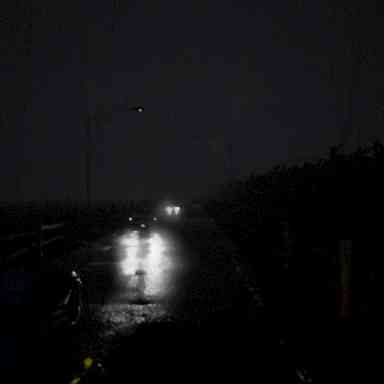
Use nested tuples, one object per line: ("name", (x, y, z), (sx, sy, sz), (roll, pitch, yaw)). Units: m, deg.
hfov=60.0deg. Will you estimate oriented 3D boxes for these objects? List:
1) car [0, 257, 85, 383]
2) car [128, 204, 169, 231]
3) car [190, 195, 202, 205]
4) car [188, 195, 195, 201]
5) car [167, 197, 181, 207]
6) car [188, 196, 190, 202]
("car", (-2.849, 1.572, 4.123), (1.994, 1.385, 4.181), (0, 0, 0))
("car", (-2.807, 1.644, 21.312), (1.895, 1.301, 4.718), (0, 0, 1))
("car", (0.924, 1.642, 62.771), (1.837, 1.490, 4.892), (0, 0, 0))
("car", (-0.055, 1.620, 91.124), (1.812, 1.442, 4.674), (0, 0, 0))
("car", (-2.848, 1.604, 52.415), (2.128, 1.511, 4.902), (0, 0, 0))
("car", (-0.049, 1.599, 80.334), (2.128, 1.511, 4.902), (0, 0, 0))
